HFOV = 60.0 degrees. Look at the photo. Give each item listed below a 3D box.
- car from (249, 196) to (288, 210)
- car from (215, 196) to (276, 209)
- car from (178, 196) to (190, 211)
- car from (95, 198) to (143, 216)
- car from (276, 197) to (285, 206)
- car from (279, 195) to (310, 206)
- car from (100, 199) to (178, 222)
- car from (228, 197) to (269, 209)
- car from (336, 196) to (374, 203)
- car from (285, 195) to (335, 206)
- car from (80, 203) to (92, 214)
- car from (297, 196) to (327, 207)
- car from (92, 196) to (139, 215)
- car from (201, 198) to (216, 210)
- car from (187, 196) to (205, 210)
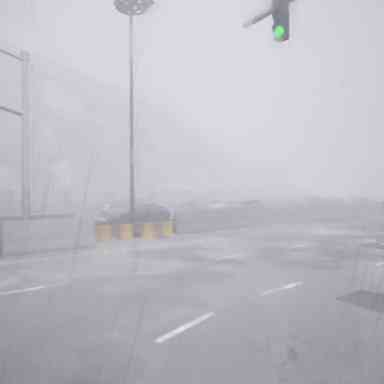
[{"bbox_3d":[9.351,1.309,40.633,4.892,1.490,1.837,0,0,-35],"label":"car"},{"bbox_3d":[4.701,1.375,28.824,4.892,1.490,1.837,0,0,-35],"label":"car"},{"bbox_3d":[-0.191,1.214,38.203,4.553,1.767,2.097,0,0,-35],"label":"car"},{"bbox_3d":[-4.530,1.473,26.558,5.357,1.411,2.033,0,0,-36],"label":"car"},{"bbox_3d":[10.778,1.372,37.381,4.181,1.385,1.994,0,0,-35],"label":"car"},{"bbox_3d":[15.172,1.221,49.255,5.008,1.535,1.882,0,0,-38],"label":"car"},{"bbox_3d":[-3.576,1.459,22.935,4.674,1.442,1.812,0,0,-35],"label":"car"},{"bbox_3d":[7.475,1.350,43.592,5.357,1.411,2.033,0,0,-35],"label":"car"},{"bbox_3d":[19.670,1.233,39.459,5.008,1.535,1.882,0,0,-35],"label":"car"},{"bbox_3d":[12.165,1.165,34.096,4.553,1.767,2.097,0,0,-35],"label":"car"},{"bbox_3d":[-8.339,1.416,32.429,4.902,1.511,2.128,0,0,-35],"label":"car"},{"bbox_3d":[16.558,1.312,45.854,4.181,1.385,1.994,0,0,-38],"label":"car"},{"bbox_3d":[-6.074,1.274,29.746,4.553,1.767,2.097,0,0,-35],"label":"car"},{"bbox_3d":[3.577,1.464,32.311,4.718,1.301,1.895,0,0,-35],"label":"car"},{"bbox_3d":[2.066,1.424,35.504,4.181,1.385,1.994,0,0,-34],"label":"car"}]
